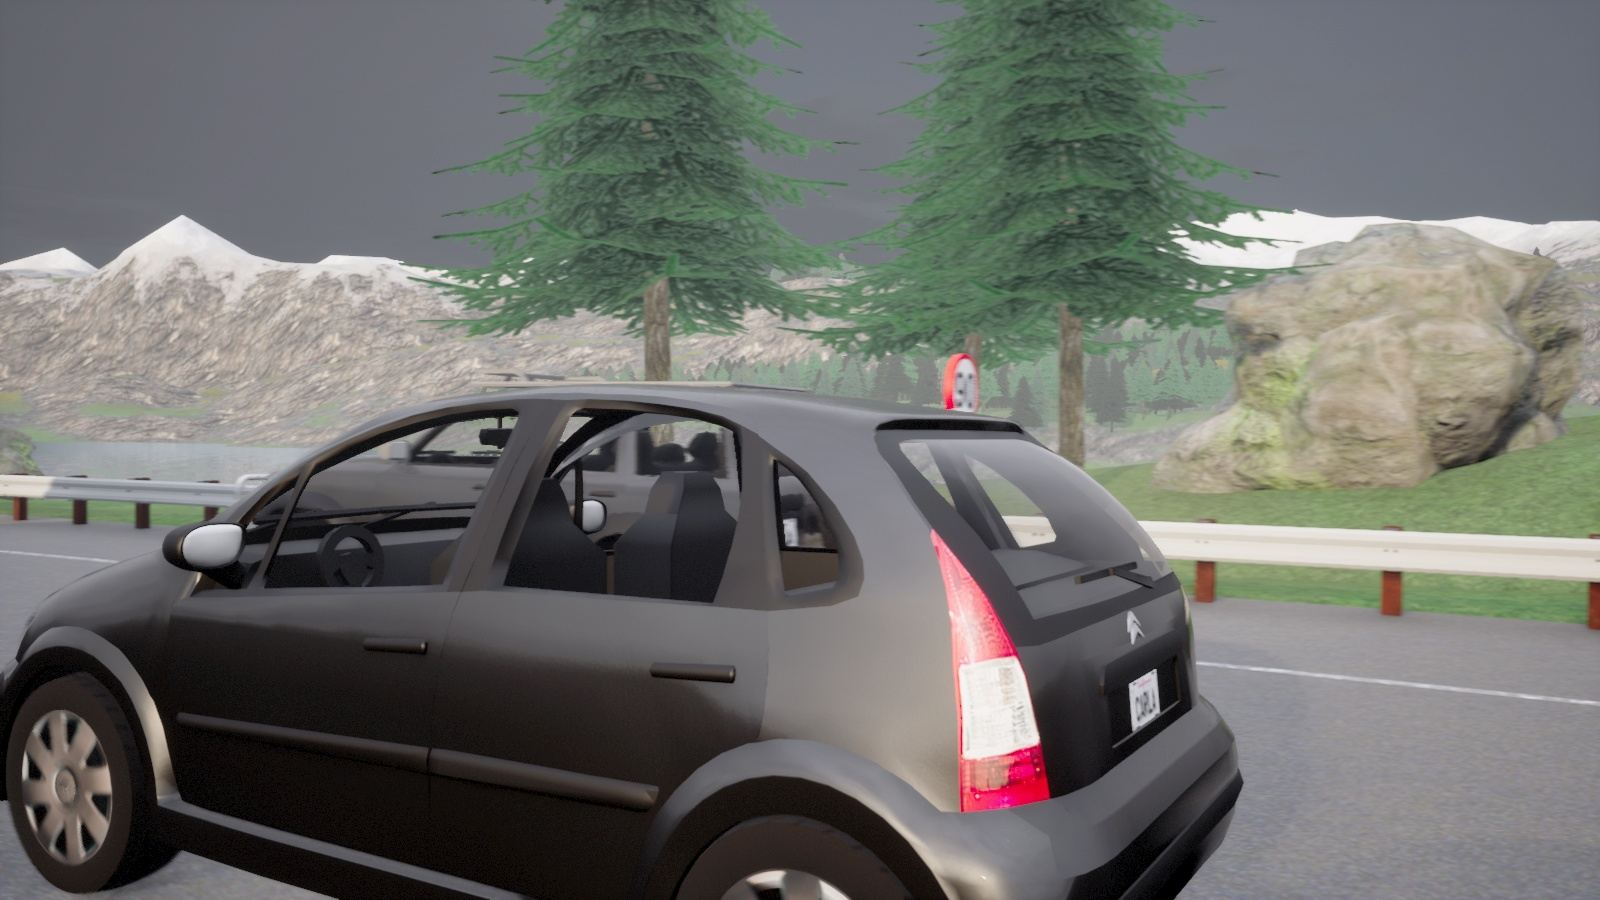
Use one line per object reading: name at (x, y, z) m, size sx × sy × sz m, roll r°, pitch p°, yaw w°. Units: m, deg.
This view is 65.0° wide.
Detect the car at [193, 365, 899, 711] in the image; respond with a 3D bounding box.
car at (-1.826, 0.445, 8.669) m, size 4.605 × 1.855 × 1.932 m, roll 1°, pitch 1°, yaw 28°

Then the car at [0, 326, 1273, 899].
car at (-0.770, 0.580, 3.998) m, size 3.988 × 1.617 × 1.851 m, roll 0°, pitch 1°, yaw 31°
